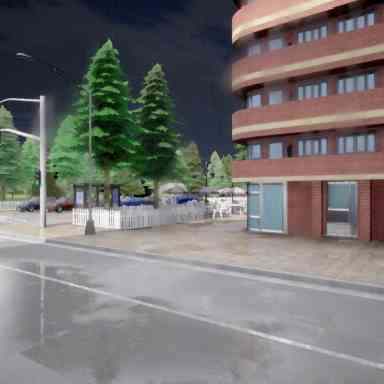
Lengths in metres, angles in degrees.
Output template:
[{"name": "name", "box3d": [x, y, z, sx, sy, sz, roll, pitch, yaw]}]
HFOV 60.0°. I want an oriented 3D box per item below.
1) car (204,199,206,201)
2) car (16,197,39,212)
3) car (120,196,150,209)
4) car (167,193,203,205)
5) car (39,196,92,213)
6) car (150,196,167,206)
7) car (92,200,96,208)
[{"name": "car", "box3d": [0.474, 1.508, 57.901, 4.181, 1.385, 1.994, 0, 0, -37]}, {"name": "car", "box3d": [-17.130, 1.296, 37.251, 2.097, 1.767, 4.553, 0, 0, 35]}, {"name": "car", "box3d": [-8.237, 1.422, 43.557, 1.882, 1.535, 5.008, 0, 0, 37]}, {"name": "car", "box3d": [-1.415, 1.166, 51.748, 5.566, 2.045, 2.150, 0, 0, -44]}, {"name": "car", "box3d": [-13.645, 1.296, 36.113, 2.097, 1.767, 4.553, 0, 0, 36]}, {"name": "car", "box3d": [-6.673, 1.449, 51.037, 1.837, 1.490, 4.892, 0, 0, 41]}, {"name": "car", "box3d": [-12.095, 1.508, 44.222, 1.994, 1.385, 4.181, 0, 0, 35]}]
